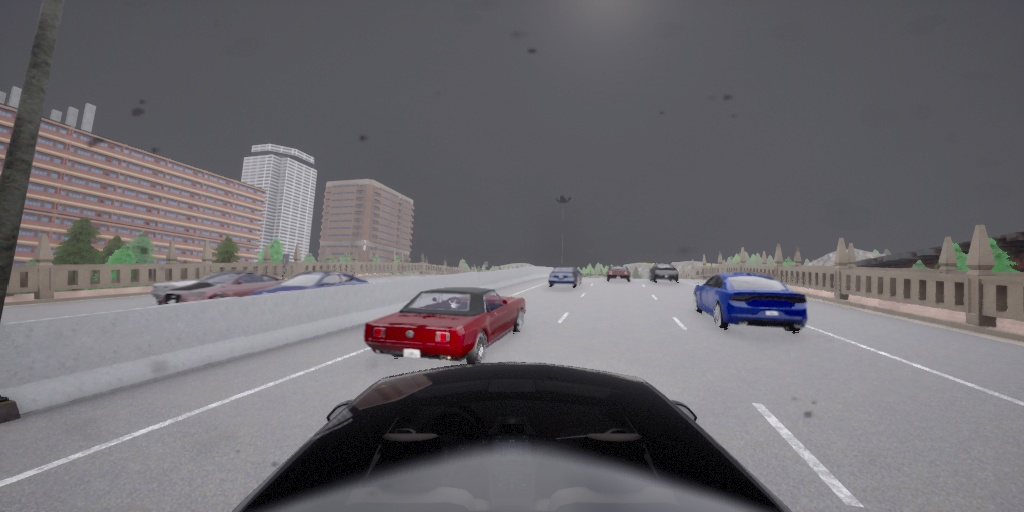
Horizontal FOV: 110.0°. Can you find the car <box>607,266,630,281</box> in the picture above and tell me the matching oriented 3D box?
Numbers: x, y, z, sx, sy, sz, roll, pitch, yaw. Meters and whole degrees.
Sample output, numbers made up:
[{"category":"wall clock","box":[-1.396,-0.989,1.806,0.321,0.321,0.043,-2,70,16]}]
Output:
[{"category":"car","box":[9.349,1.503,31.551,1.895,1.301,4.718,0,-1,16]}]

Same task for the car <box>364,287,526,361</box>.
[{"category":"car","box":[-1.067,1.363,8.192,1.895,1.301,4.718,0,0,16]}]

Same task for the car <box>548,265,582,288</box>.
[{"category":"car","box":[3.765,1.360,24.859,2.033,1.411,5.357,0,0,16]}]

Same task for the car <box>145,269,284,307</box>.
[{"category":"car","box":[-13.408,1.355,16.621,1.895,1.301,4.718,0,0,16]}]

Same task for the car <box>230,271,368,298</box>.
[{"category":"car","box":[-7.142,1.286,13.092,1.812,1.442,4.674,0,0,16]}]

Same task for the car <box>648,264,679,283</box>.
[{"category":"car","box":[12.357,1.369,29.360,2.128,1.511,4.902,0,-1,16]}]

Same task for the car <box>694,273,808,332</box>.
[{"category":"car","box":[7.094,1.265,11.202,1.882,1.535,5.008,0,0,16]}]

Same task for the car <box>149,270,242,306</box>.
[{"category":"car","box":[-10.612,1.318,13.695,1.994,1.385,4.181,0,0,16]}]
